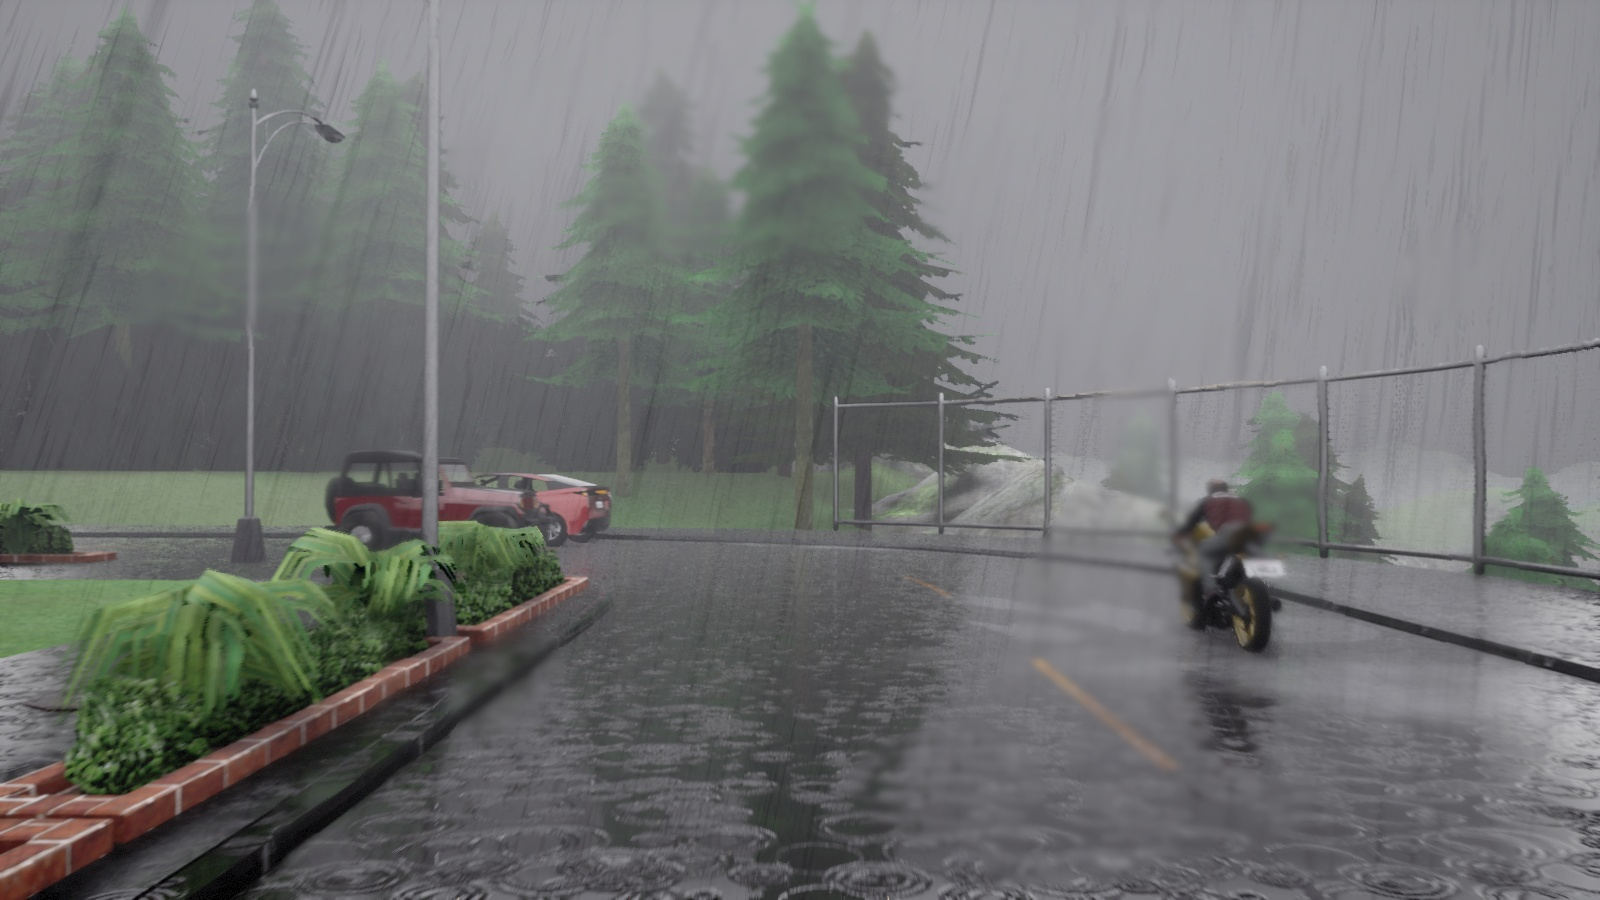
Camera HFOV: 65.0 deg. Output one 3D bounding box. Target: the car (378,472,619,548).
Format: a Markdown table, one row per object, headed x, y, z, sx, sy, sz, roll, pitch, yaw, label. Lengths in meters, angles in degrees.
| x | y | z | sx | sy | sz | roll | pitch | yaw | label |
| --- | --- | --- | --- | --- | --- | --- | --- | --- | --- |
| -6.296 | 1.230 | 26.428 | 4.514 | 1.525 | 2.007 | 0 | -1 | 11 | car |

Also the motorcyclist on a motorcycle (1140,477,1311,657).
| x | y | z | sx | sy | sz | roll | pitch | yaw | label |
| --- | --- | --- | --- | --- | --- | --- | --- | --- | --- |
| 3.966 | 1.033 | 11.928 | 0.866 | 1.530 | 2.191 | 0 | -1 | 0 | motorcyclist on a motorcycle |

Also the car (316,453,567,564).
| x | y | z | sx | sy | sz | roll | pitch | yaw | label |
| --- | --- | --- | --- | --- | --- | --- | --- | --- | --- |
| -6.315 | 1.012 | 22.395 | 3.866 | 1.878 | 1.905 | 0 | -1 | 6 | car |
